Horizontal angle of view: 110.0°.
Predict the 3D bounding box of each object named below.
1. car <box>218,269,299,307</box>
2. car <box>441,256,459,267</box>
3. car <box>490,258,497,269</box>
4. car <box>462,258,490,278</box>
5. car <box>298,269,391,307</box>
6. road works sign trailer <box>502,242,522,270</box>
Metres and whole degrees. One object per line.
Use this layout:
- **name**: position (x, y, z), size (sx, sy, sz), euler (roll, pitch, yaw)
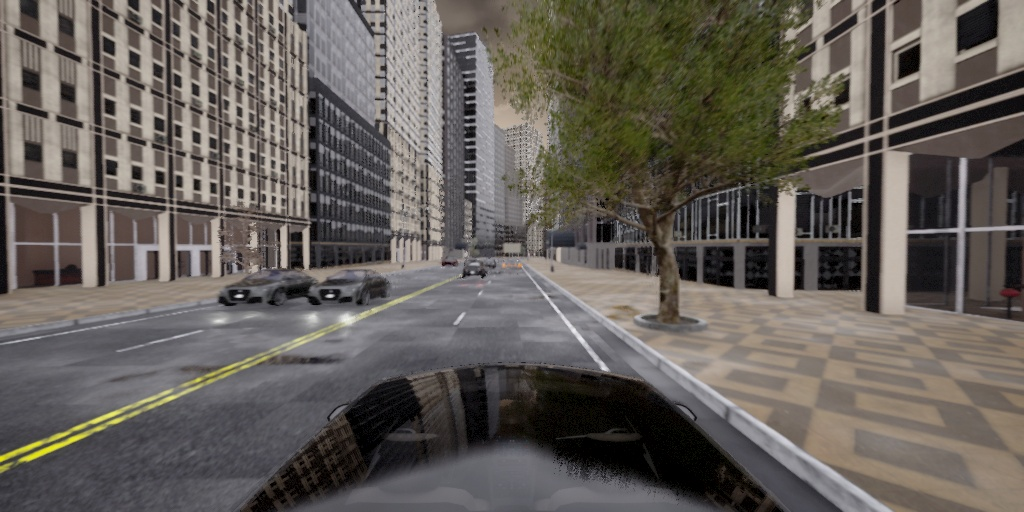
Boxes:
- **car**: position (-9.849, 1.248, 14.936), size (1.994, 1.385, 4.181), euler (0, 0, 0)
- **car**: position (-9.807, 0.831, 56.804), size (2.097, 1.767, 4.553), euler (0, 0, 0)
- **car**: position (-3.153, 1.054, 51.065), size (2.033, 1.411, 5.357), euler (0, 0, 0)
- **car**: position (-3.153, 1.130, 31.032), size (1.812, 1.442, 4.674), euler (0, 0, 0)
- **car**: position (-6.600, 1.247, 14.996), size (1.994, 1.385, 4.181), euler (0, 0, 0)
- **road works sign trailer**: position (0.002, -0.008, 46.884), size (2.380, 3.560, 2.880), euler (0, 0, 1)
